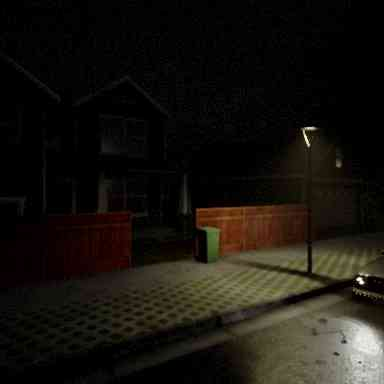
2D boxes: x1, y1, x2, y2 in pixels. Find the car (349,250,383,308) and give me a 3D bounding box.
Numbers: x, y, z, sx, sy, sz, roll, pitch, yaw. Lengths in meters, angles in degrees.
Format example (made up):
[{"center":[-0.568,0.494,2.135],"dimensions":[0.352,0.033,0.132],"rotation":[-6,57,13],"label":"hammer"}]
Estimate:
[{"center":[5.570,1.535,7.050],"dimensions":[5.357,1.411,2.033],"rotation":[0,0,-36],"label":"car"}]
